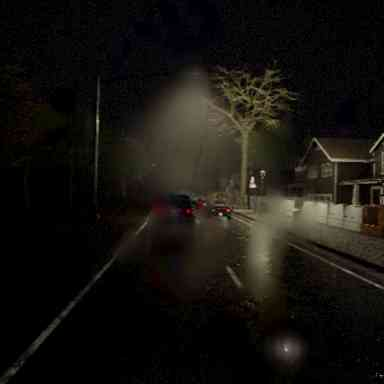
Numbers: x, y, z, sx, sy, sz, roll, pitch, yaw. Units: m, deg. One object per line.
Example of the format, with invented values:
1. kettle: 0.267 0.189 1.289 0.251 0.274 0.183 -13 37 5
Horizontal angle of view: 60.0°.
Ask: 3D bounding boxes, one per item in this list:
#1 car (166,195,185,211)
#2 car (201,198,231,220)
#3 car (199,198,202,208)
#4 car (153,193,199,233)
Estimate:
1. car: -1.923 1.225 38.834 2.128 1.511 4.902 2 0 -3
2. car: 2.080 1.418 27.564 1.837 1.490 4.892 2 0 -2
3. car: 1.434 1.384 41.250 1.994 1.385 4.181 2 0 -2
4. car: -0.996 1.087 19.142 2.150 2.045 5.566 2 0 -3
